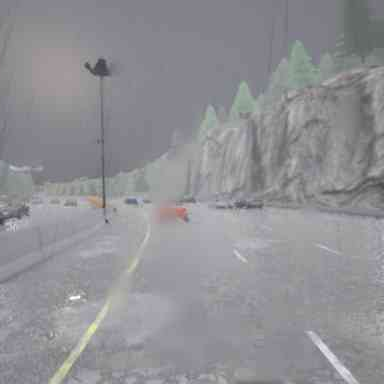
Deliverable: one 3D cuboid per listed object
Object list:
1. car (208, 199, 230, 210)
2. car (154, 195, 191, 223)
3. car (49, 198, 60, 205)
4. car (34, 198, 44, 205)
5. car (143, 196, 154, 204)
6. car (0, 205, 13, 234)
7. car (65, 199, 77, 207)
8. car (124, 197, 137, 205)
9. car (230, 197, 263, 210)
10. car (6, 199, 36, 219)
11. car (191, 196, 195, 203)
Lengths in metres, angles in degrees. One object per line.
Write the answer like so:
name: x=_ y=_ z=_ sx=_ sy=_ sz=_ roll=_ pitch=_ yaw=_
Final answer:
car: x=3.383 y=1.495 z=40.373 sx=1.895 sy=1.301 sz=4.718 roll=-1 pitch=0 yaw=-15
car: x=-1.656 y=1.357 z=26.361 sx=2.097 sy=1.767 sz=4.553 roll=-1 pitch=0 yaw=-9
car: x=-29.121 y=2.034 z=70.690 sx=1.994 sy=1.385 sz=4.181 roll=-1 pitch=0 yaw=-19
car: x=-33.156 y=2.008 z=71.698 sx=1.994 sy=1.385 sz=4.181 roll=-1 pitch=0 yaw=-19
car: x=-8.231 y=1.582 z=64.210 sx=2.128 sy=1.511 sz=4.902 roll=-1 pitch=0 yaw=-19
car: x=-11.207 y=1.675 z=16.636 sx=1.882 sy=1.535 sz=5.008 roll=-1 pitch=0 yaw=-5
car: x=-21.319 y=1.902 z=58.729 sx=1.994 sy=1.385 sz=4.181 roll=-1 pitch=0 yaw=-19
car: x=-11.824 y=1.638 z=63.921 sx=1.882 sy=1.535 sz=5.008 roll=-1 pitch=0 yaw=-19
car: x=6.664 y=1.323 z=39.215 sx=2.128 sy=1.511 sz=4.902 roll=-1 pitch=0 yaw=-14
car: x=-17.090 y=1.787 z=32.109 sx=2.128 sy=1.511 sz=4.902 roll=-1 pitch=0 yaw=-12
car: x=-0.818 y=1.453 z=64.210 sx=1.837 sy=1.490 sz=4.892 roll=-1 pitch=0 yaw=-19
